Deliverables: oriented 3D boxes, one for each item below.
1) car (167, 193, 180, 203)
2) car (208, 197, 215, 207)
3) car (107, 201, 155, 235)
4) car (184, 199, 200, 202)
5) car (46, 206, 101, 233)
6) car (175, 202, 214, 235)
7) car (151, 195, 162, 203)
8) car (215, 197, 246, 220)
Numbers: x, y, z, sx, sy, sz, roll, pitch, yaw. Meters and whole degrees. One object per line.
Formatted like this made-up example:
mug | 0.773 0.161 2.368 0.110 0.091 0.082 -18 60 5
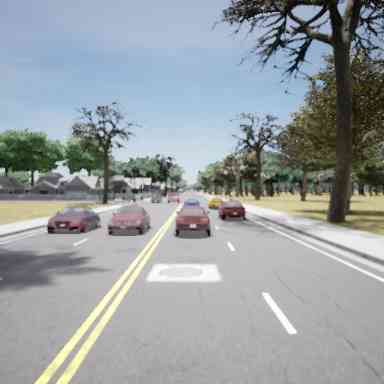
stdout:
car | -3.433 1.198 63.327 2.150 2.045 5.566 0 0 0
car | 3.184 1.403 44.762 1.882 1.535 5.008 0 0 0
car | -3.406 1.486 18.734 1.812 1.442 4.674 0 0 0
car | -0.008 1.460 37.068 1.812 1.442 4.674 0 0 0
car | -6.657 1.518 19.066 1.994 1.385 4.181 0 0 0
car | 0.044 1.491 18.547 1.812 1.442 4.674 0 0 0
car | -6.683 1.435 63.348 1.837 1.490 4.892 0 0 0
car | 3.242 1.434 27.542 1.882 1.535 5.008 0 0 0
